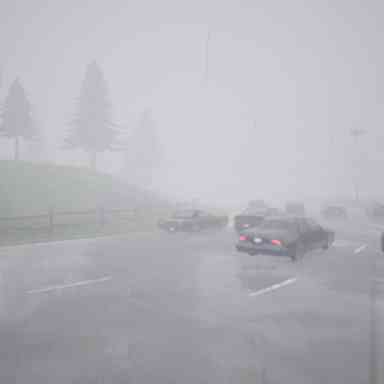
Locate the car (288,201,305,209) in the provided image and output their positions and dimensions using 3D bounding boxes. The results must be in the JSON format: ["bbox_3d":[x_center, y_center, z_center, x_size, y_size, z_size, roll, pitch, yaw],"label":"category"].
[{"bbox_3d":[10.325,1.621,33.695,1.882,1.535,5.008,0,0,13],"label":"car"}]

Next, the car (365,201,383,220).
[{"bbox_3d":[16.609,1.603,29.256,1.837,1.490,4.892,0,0,17],"label":"car"}]

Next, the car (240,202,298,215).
[{"bbox_3d":[4.195,1.566,19.044,1.882,1.535,5.008,0,0,35],"label":"car"}]

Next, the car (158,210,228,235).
[{"bbox_3d":[0.261,1.706,19.474,1.895,1.301,4.718,0,0,37],"label":"car"}]

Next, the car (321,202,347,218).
[{"bbox_3d":[13.431,1.647,31.690,1.812,1.442,4.674,0,0,15],"label":"car"}]

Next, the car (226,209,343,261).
[{"bbox_3d":[3.734,1.603,12.601,2.033,1.411,5.357,0,0,40],"label":"car"}]

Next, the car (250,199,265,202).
[{"bbox_3d":[6.660,1.507,33.416,2.097,1.767,4.553,0,0,15],"label":"car"}]

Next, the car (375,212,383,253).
[{"bbox_3d":[8.817,1.603,13.151,1.994,1.385,4.181,0,0,37],"label":"car"}]
